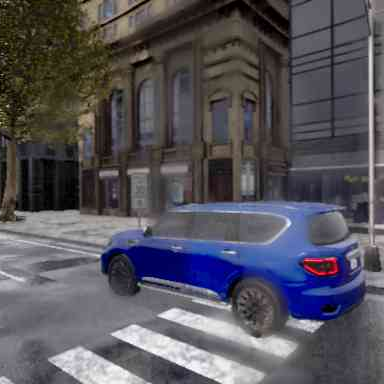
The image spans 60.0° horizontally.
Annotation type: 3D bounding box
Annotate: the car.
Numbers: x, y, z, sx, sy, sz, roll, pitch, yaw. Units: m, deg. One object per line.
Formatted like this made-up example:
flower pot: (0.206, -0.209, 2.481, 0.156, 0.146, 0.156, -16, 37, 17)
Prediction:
car: (0.460, 1.228, 6.869, 5.566, 2.045, 2.150, -1, 0, 40)
